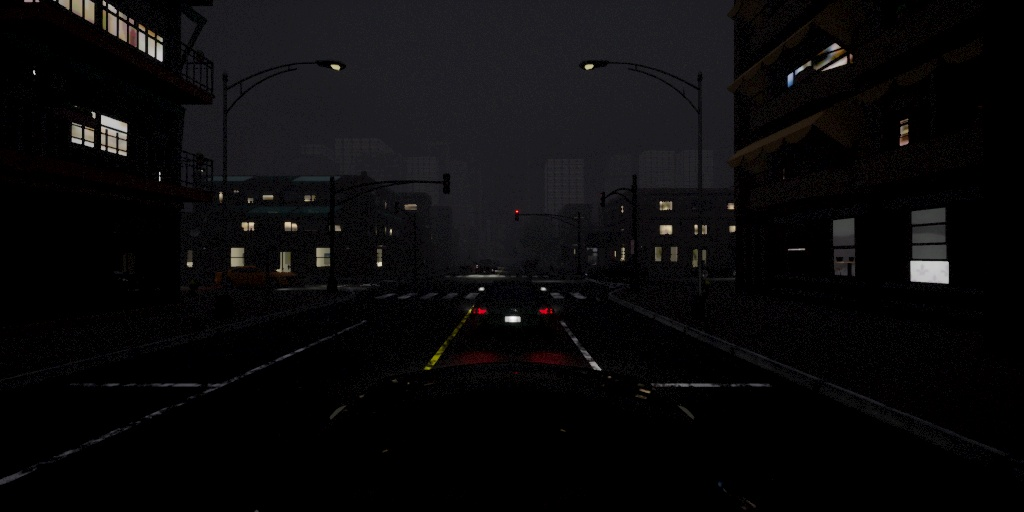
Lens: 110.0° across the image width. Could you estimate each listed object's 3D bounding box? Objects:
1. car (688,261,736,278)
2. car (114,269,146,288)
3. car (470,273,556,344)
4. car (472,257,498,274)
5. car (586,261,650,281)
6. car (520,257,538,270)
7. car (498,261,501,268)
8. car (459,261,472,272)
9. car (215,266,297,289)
[{"bbox_3d":[17.522,1.113,30.832,4.313,1.339,1.948,0,0,0],"label":"car"},{"bbox_3d":[-28.472,1.596,25.060,4.674,1.442,1.812,0,0,0],"label":"car"},{"bbox_3d":[0.016,1.315,9.647,1.994,1.385,4.181,0,0,0],"label":"car"},{"bbox_3d":[-3.001,1.117,40.711,2.097,1.767,4.553,0,0,-2],"label":"car"},{"bbox_3d":[8.318,1.150,28.247,4.902,1.511,2.128,-1,0,0],"label":"car"},{"bbox_3d":[2.735,1.092,52.039,2.192,1.841,5.009,0,0,0],"label":"car"},{"bbox_3d":[-3.052,1.325,52.045,2.033,1.411,5.357,0,0,0],"label":"car"},{"bbox_3d":[-5.738,1.316,46.525,1.888,1.381,4.507,0,0,0],"label":"car"},{"bbox_3d":[-17.776,1.420,25.055,5.008,1.535,1.882,-1,0,0],"label":"car"}]
